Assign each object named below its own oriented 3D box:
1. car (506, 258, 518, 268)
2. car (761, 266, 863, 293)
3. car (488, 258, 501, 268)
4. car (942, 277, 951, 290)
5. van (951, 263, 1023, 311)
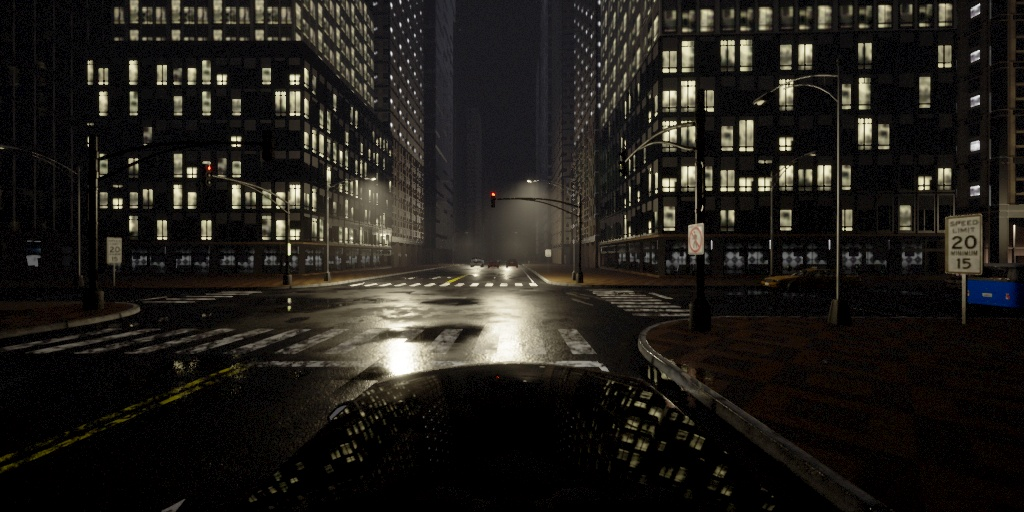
[{"bbox_3d":[0.014,1.212,63.536,2.097,1.767,4.553,0,0,0],"label":"car"},{"bbox_3d":[17.092,1.293,20.562,4.829,1.417,1.751,0,0,2],"label":"car"},{"bbox_3d":[-3.237,1.460,63.180,1.895,1.301,4.718,0,0,0],"label":"car"},{"bbox_3d":[26.926,1.356,20.075,4.207,1.307,1.802,0,0,2],"label":"car"},{"bbox_3d":[18.361,1.119,12.390,3.998,1.789,1.690,0,0,2],"label":"van"}]
